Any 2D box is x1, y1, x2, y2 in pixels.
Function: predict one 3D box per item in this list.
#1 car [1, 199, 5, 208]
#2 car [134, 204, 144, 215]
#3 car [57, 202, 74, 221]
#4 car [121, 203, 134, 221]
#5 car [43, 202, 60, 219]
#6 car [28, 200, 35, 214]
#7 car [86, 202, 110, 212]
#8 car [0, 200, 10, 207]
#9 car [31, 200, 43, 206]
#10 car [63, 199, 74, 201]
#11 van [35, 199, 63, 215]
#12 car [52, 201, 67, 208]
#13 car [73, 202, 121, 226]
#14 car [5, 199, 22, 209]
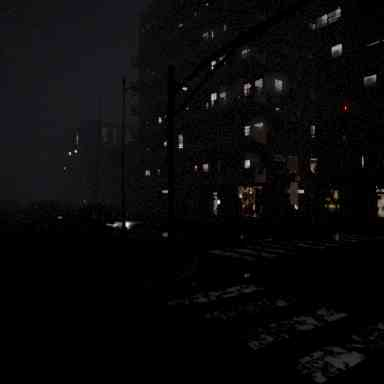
[{"bbox_3d":[-36.416,2.542,66.803,1.887,1.381,4.507,-1,0,-35],"label":"car"},{"bbox_3d":[-7.457,2.006,39.741,1.752,1.417,4.829,-1,0,-35],"label":"car"},{"bbox_3d":[-10.668,1.934,30.669,1.752,1.417,4.829,-1,0,-35],"label":"car"},{"bbox_3d":[-7.690,1.935,30.926,2.033,1.411,5.357,0,-1,-35],"label":"car"},{"bbox_3d":[-13.973,2.036,35.306,2.008,1.369,4.403,-1,0,-35],"label":"car"},{"bbox_3d":[-20.387,2.073,44.306,1.967,1.590,4.097,-1,0,-35],"label":"car"},{"bbox_3d":[-13.765,2.192,48.596,1.947,1.339,4.313,-1,0,-35],"label":"car"},{"bbox_3d":[-42.730,2.666,75.663,1.752,1.417,4.829,-1,0,-35],"label":"car"},{"bbox_3d":[-39.398,2.774,84.568,1.947,1.339,4.313,-1,0,-35],"label":"car"},{"bbox_3d":[-23.382,2.160,62.086,2.192,1.841,5.009,-1,0,-35],"label":"car"},{"bbox_3d":[-17.183,1.900,39.807,1.690,1.788,3.998,-1,0,-35],"label":"van"},{"bbox_3d":[-26.582,2.462,66.582,1.887,1.381,4.507,-1,0,-35],"label":"car"},{"bbox_3d":[-7.563,1.777,26.308,1.967,1.590,4.097,-1,0,-35],"label":"car"},{"bbox_3d":[-33.212,2.365,62.304,1.967,1.590,4.097,-1,0,-35],"label":"car"}]
